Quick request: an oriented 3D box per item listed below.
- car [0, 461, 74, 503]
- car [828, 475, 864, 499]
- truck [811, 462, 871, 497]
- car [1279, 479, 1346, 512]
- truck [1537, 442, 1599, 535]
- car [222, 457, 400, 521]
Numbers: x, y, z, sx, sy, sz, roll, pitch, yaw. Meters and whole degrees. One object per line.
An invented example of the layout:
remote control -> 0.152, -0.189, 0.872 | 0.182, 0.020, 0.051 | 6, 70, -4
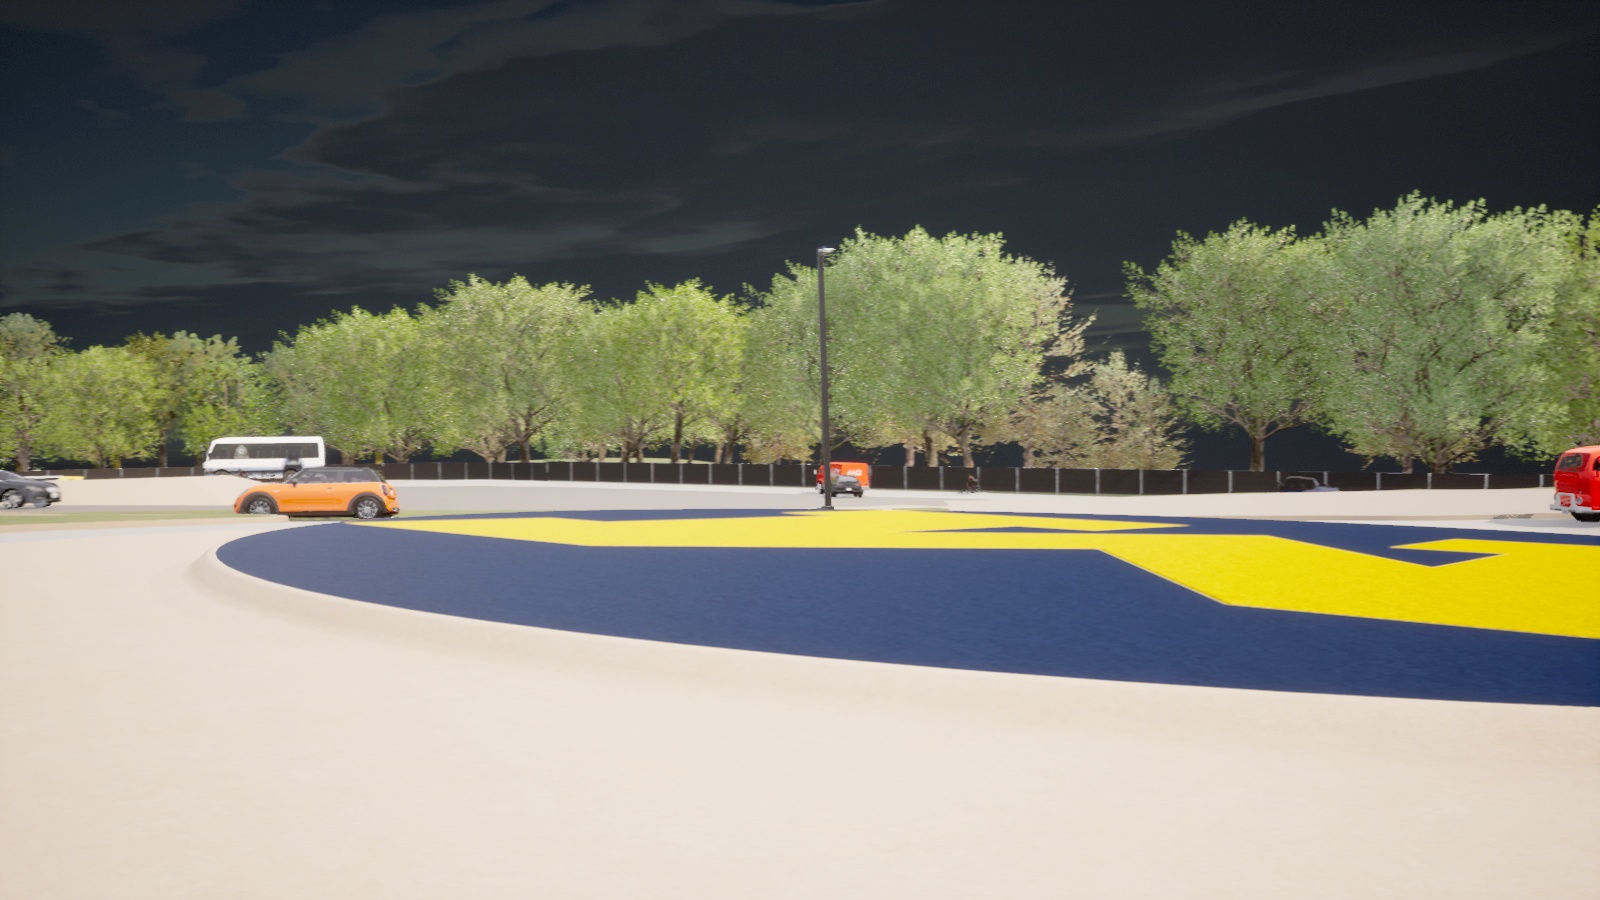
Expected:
car -> -29.721, 1.156, 46.116 | 4.902, 1.511, 2.128 | 0, -1, 1
car -> 2.960, 2.358, 81.411 | 1.812, 1.442, 4.674 | 1, -1, -4
truck -> 3.044, 2.175, 94.644 | 2.627, 2.467, 5.204 | 1, 0, -22
car -> 32.740, 2.882, 80.182 | 3.866, 1.878, 1.905 | 0, 1, 26
truck -> 23.707, 1.003, 34.617 | 5.204, 2.467, 2.627 | 0, 0, 2
car -> -14.485, 1.195, 37.473 | 4.553, 1.767, 2.097 | 1, -4, -8
